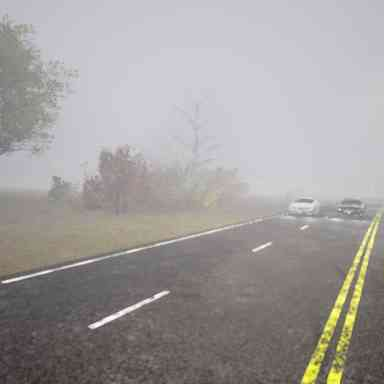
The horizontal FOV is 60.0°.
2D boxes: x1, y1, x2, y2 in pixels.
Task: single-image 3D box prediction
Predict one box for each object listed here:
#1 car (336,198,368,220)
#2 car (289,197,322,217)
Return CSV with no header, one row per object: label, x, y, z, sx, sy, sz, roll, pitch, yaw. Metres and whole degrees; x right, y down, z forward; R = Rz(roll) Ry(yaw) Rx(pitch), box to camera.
car,12.425,1.215,25.785,1.837,1.490,4.892,2,2,31
car,9.166,1.129,26.664,1.812,1.442,4.674,2,2,31
